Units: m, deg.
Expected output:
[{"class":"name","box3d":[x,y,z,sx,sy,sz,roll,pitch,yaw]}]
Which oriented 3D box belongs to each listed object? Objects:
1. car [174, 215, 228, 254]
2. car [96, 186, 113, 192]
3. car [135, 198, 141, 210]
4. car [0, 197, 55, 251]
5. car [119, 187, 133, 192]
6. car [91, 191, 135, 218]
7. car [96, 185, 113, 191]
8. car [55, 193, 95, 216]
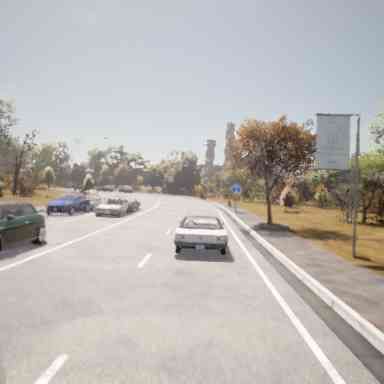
[{"class":"car","box3d":[0.371,1.582,13.536,1.895,1.301,4.718,2,0,2]},{"class":"car","box3d":[-22.150,-0.784,85.052,4.902,1.511,2.128,4,1,40]},{"class":"car","box3d":[-6.125,1.165,31.319,1.895,1.301,4.718,2,0,2]},{"class":"car","box3d":[-6.796,1.085,11.173,2.097,1.767,4.553,2,0,2]},{"class":"car","box3d":[-16.830,-0.487,84.762,4.181,1.385,1.994,4,1,44]},{"class":"car","box3d":[-6.195,1.111,26.578,1.895,1.301,4.718,2,6,1]},{"class":"car","box3d":[-24.072,-1.017,91.265,4.718,1.301,1.895,4,1,35]},{"class":"car","box3d":[-9.684,0.907,26.378,1.882,1.535,5.008,1,2,3]}]
